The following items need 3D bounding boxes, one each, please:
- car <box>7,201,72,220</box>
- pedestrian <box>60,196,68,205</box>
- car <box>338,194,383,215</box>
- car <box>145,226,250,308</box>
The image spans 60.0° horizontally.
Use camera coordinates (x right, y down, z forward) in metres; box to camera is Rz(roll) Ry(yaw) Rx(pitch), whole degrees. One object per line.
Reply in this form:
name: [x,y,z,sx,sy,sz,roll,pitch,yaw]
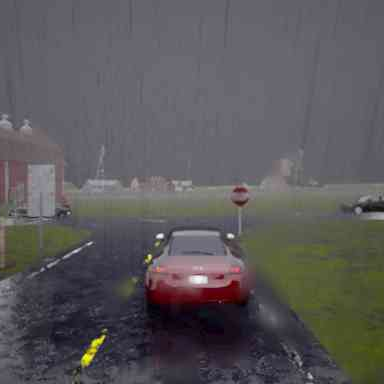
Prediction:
car: [-11.967,1.415,26.086,4.892,1.490,1.837,-1,-1,8]
pedestrian: [-11.269,1.178,29.145,0.375,1.860,0.375,0,1,4]
car: [14.149,0.947,26.258,5.008,1.535,1.882,-1,0,-4]
car: [0.087,1.480,7.802,1.994,1.385,4.181,0,1,-1]
